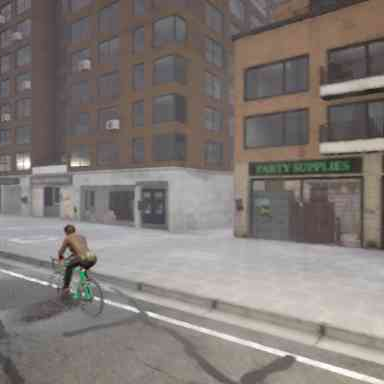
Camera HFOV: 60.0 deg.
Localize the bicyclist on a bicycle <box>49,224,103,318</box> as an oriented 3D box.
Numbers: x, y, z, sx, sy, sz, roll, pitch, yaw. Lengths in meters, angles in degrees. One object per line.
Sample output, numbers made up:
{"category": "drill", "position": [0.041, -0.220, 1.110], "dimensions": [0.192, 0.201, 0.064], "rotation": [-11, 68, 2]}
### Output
{"category": "bicyclist on a bicycle", "position": [-2.201, 1.439, 6.227], "dimensions": [1.656, 1.620, 0.582], "rotation": [0, 0, 35]}
